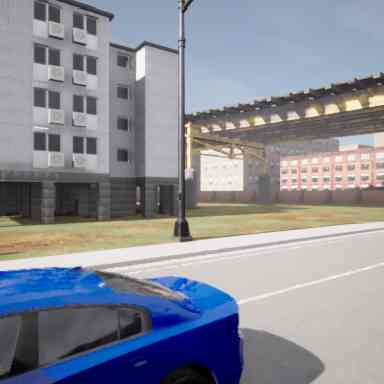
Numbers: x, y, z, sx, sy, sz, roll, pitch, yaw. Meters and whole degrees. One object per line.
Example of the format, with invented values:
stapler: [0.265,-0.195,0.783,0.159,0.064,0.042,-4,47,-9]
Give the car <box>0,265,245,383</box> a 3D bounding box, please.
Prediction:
car: [-1.784,1.477,2.705,5.008,1.535,1.882,0,0,-36]
